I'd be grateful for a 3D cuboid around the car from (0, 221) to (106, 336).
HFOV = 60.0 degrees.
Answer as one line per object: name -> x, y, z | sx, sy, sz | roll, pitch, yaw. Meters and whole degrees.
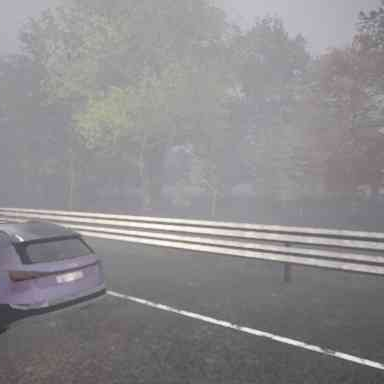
car -> -3.756, 1.389, 6.544 | 4.856, 1.649, 2.033 | 0, 0, 35
